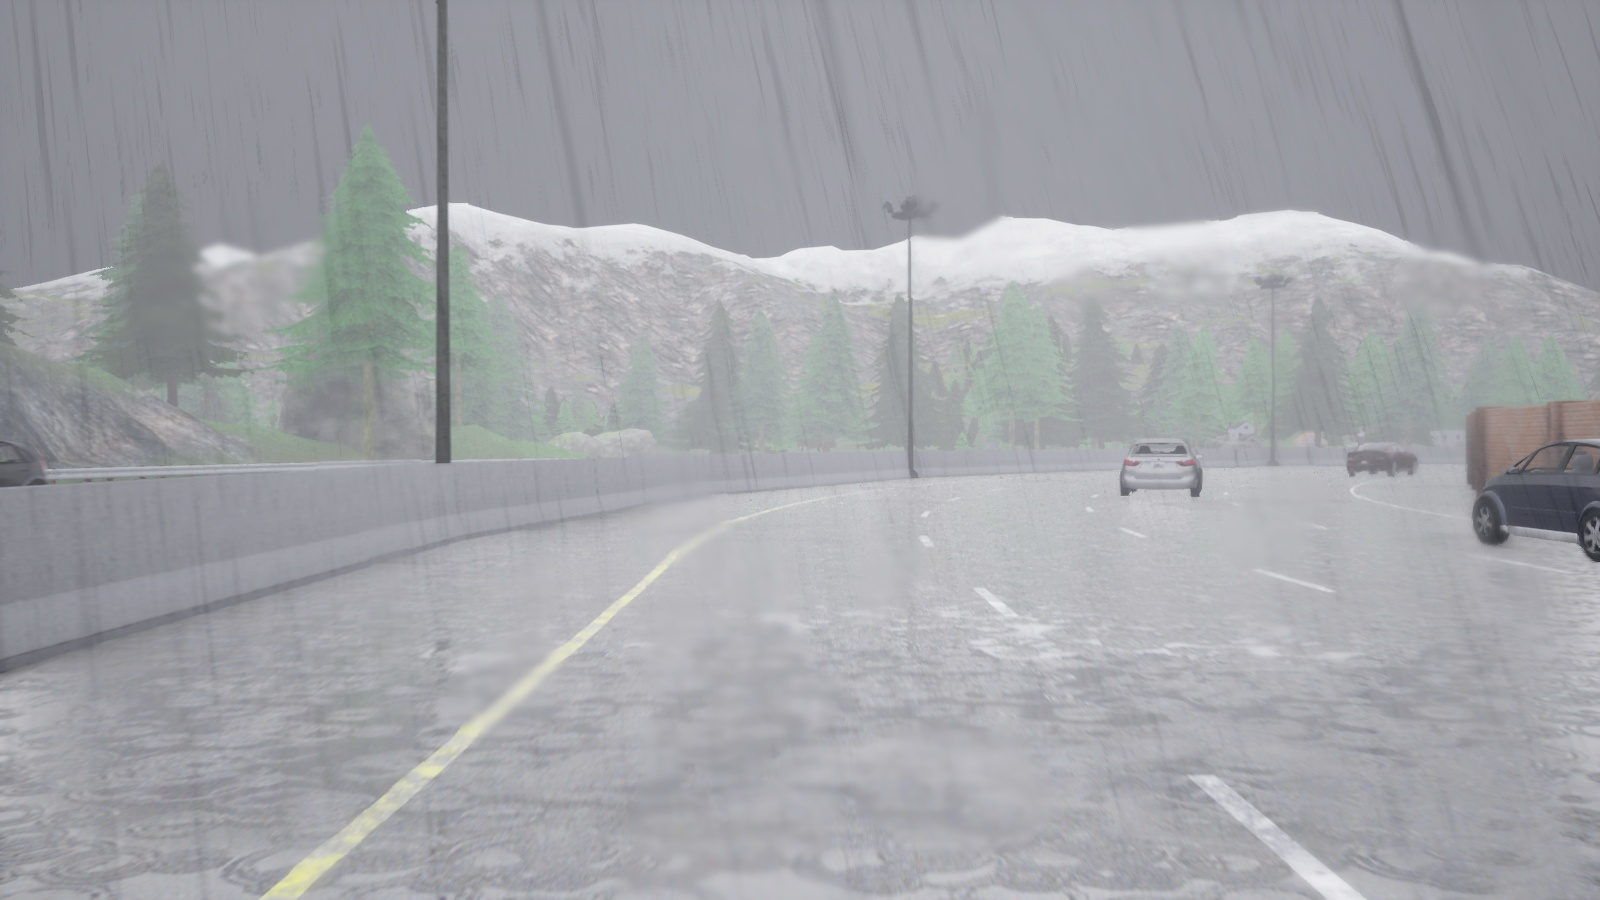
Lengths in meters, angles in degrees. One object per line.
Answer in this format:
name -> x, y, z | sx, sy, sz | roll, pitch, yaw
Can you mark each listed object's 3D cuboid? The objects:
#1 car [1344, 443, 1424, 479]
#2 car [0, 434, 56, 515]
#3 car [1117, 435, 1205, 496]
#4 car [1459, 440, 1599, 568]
car -> 25.854, 0.452, 55.502 | 1.882, 1.535, 5.008 | 0, 0, 41
car -> -16.953, 0.500, 24.828 | 1.851, 1.617, 3.988 | 0, 0, 5
car -> 10.616, 0.406, 36.685 | 2.242, 1.667, 4.611 | 0, 0, 19
car -> 10.646, 0.645, 16.749 | 1.789, 1.549, 3.705 | 0, 0, 1
